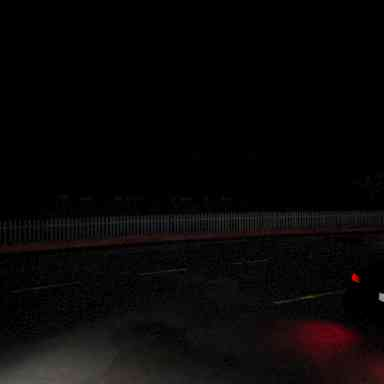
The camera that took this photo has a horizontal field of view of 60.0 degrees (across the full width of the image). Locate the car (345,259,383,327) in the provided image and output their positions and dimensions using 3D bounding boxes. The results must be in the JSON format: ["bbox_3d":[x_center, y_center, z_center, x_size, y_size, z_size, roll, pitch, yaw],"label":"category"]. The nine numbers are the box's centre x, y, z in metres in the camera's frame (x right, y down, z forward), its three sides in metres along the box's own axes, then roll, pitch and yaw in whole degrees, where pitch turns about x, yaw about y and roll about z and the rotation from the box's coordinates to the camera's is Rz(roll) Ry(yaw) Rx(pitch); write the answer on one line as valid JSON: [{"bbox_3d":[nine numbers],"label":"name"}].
[{"bbox_3d":[4.758,1.564,5.749,4.181,1.385,1.994,0,0,-24],"label":"car"}]
